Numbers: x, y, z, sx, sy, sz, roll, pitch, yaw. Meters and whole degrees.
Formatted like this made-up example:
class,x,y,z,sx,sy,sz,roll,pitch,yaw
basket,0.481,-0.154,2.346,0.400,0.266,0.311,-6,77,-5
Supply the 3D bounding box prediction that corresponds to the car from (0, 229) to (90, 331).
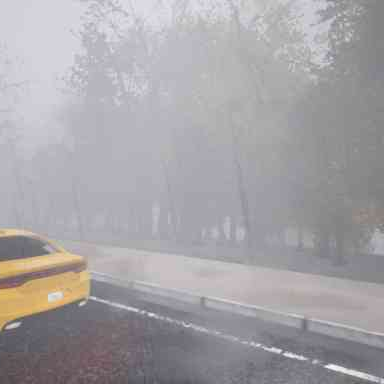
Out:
class,x,y,z,sx,sy,sz,roll,pitch,yaw
car,-4.153,1.476,6.622,5.008,1.535,1.882,0,0,35
